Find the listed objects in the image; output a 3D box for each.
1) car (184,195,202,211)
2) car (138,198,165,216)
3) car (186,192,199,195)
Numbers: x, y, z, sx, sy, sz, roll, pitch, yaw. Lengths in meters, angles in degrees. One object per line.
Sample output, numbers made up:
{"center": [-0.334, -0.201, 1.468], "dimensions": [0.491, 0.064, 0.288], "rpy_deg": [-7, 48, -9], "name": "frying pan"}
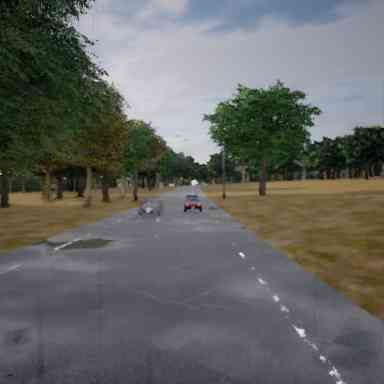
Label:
{"center": [0.111, 1.273, 35.050], "dimensions": [1.895, 1.301, 4.718], "rpy_deg": [0, 1, 0], "name": "car"}
{"center": [-3.508, 1.263, 29.296], "dimensions": [2.128, 1.511, 4.902], "rpy_deg": [0, 1, 0], "name": "car"}
{"center": [0.068, 0.745, 54.124], "dimensions": [1.882, 1.535, 5.008], "rpy_deg": [0, 1, 0], "name": "car"}
